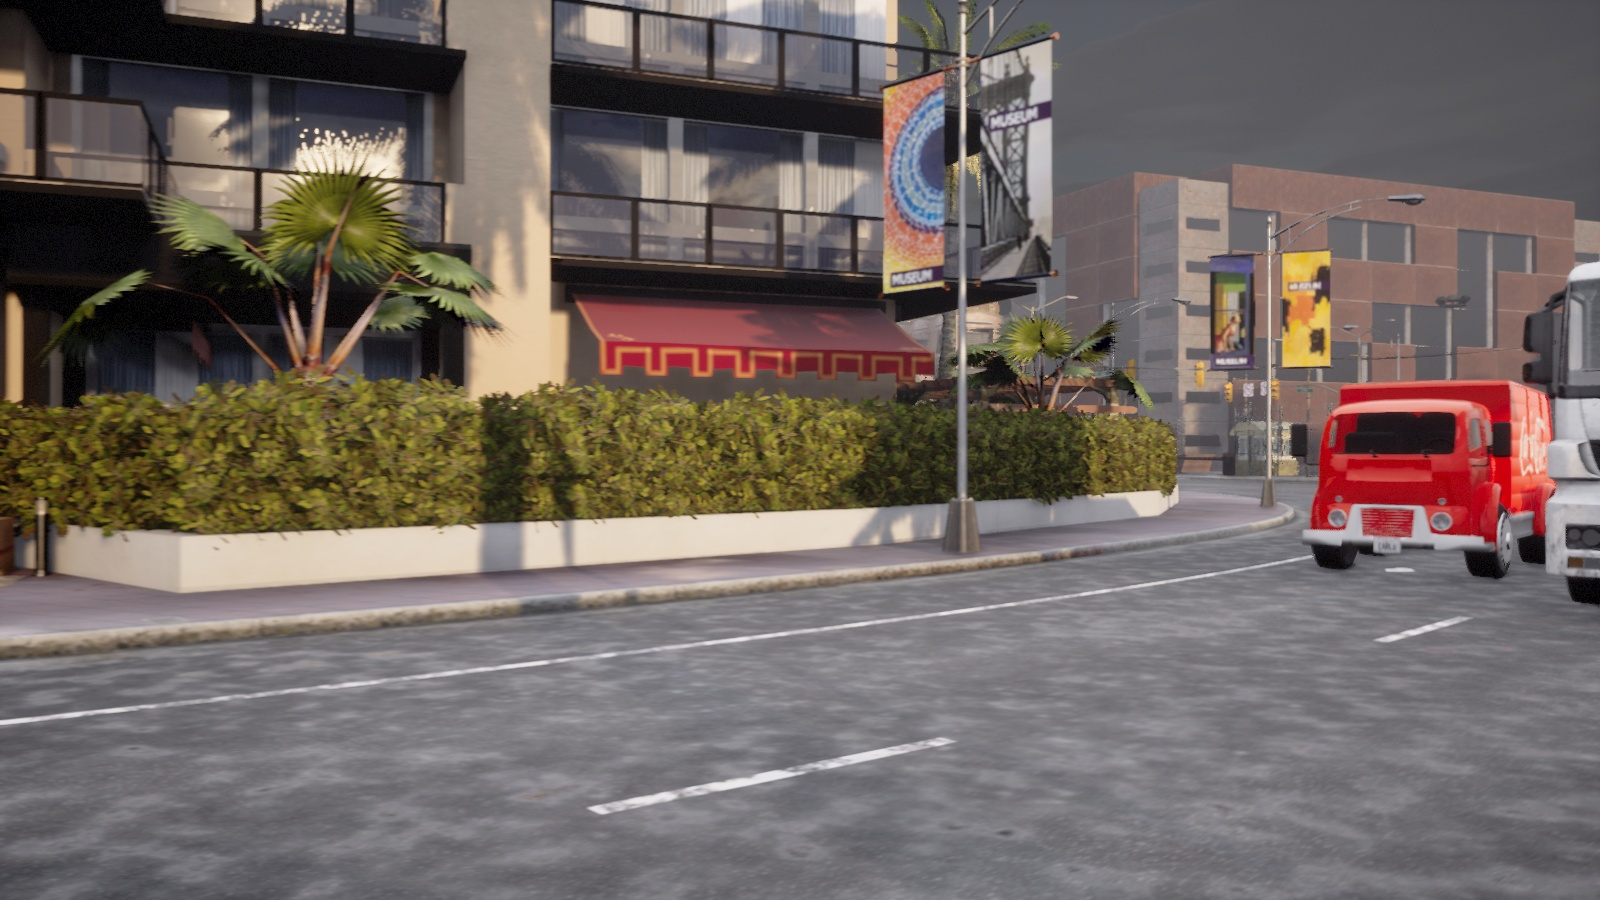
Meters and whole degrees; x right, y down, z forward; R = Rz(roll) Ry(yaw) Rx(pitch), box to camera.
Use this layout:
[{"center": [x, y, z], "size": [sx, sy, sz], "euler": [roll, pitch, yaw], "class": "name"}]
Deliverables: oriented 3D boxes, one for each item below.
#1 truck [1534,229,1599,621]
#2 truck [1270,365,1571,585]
[{"center": [10.299, -0.221, 13.592], "size": [2.891, 3.462, 7.936], "euler": [0, 0, 39], "class": "truck"}, {"center": [8.531, 0.289, 16.962], "size": [2.627, 2.467, 5.204], "euler": [0, 0, 38], "class": "truck"}]
